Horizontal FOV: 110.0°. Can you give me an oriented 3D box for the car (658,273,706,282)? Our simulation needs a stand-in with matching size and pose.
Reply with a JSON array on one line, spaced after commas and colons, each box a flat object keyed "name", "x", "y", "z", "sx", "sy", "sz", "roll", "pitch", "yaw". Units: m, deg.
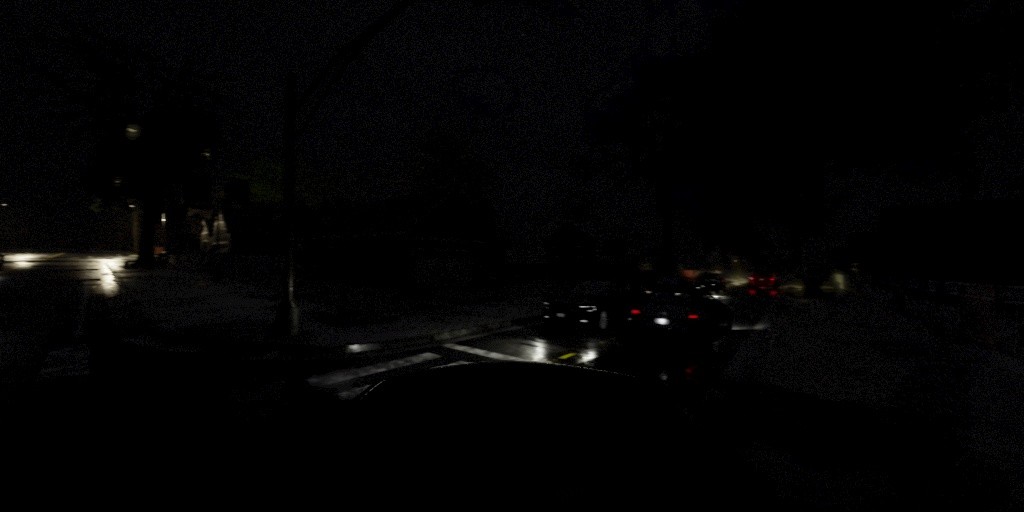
[{"name": "car", "x": 9.093, "y": 1.830, "z": 20.040, "sx": 2.033, "sy": 1.411, "sz": 5.357, "roll": 0, "pitch": -2, "yaw": 38}]

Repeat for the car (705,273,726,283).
[{"name": "car", "x": 15.326, "y": 2.071, "z": 27.889, "sx": 1.837, "sy": 1.490, "sz": 4.892, "roll": 0, "pitch": -2, "yaw": 39}]

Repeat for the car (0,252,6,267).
[{"name": "car", "x": -36.463, "y": 0.154, "z": 24.452, "sx": 4.718, "sy": 1.301, "sz": 1.895, "roll": 2, "pitch": 1, "yaw": 41}]

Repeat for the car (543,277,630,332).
[{"name": "car", "x": 2.954, "y": 1.495, "z": 12.284, "sx": 1.882, "sy": 1.535, "sz": 5.008, "roll": 0, "pitch": -2, "yaw": 38}]

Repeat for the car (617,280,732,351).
[{"name": "car", "x": 4.757, "y": 1.555, "z": 9.970, "sx": 1.994, "sy": 1.385, "sz": 4.181, "roll": 0, "pitch": -2, "yaw": 38}]

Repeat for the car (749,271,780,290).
[{"name": "car", "x": 24.132, "y": 2.239, "z": 34.346, "sx": 2.097, "sy": 1.767, "sz": 4.553, "roll": 0, "pitch": -2, "yaw": 39}]
